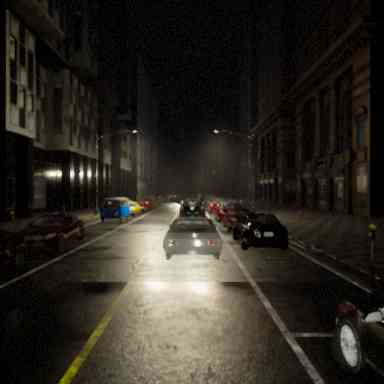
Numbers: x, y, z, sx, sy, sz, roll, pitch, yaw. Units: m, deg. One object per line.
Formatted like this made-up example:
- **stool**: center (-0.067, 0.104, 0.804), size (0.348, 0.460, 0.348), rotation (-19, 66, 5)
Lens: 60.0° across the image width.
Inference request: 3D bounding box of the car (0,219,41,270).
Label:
- **car**: center (-5.766, 1.576, 8.412), size (1.802, 1.307, 4.206), rotation (0, 0, 0)

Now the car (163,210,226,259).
- **car**: center (0.036, 1.591, 12.519), size (1.895, 1.301, 4.718), rotation (0, 0, 0)

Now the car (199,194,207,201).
- **car**: center (2.742, 1.406, 86.854), size (1.967, 1.590, 4.097), rotation (0, 0, 0)

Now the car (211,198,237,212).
- **car**: center (2.755, 1.422, 25.235), size (1.967, 1.590, 4.097), rotation (0, 0, 0)

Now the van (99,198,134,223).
- **van**: center (-5.770, 1.324, 25.218), size (1.690, 1.788, 3.998), rotation (0, 0, 0)

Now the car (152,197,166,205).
- **car**: center (-5.777, 1.517, 58.831), size (2.008, 1.369, 4.403), rotation (0, 0, 0)

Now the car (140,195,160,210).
- **car**: center (-5.774, 1.288, 42.024), size (2.192, 1.841, 5.009), rotation (0, 0, 0)

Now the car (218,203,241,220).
- **car**: center (2.757, 1.568, 19.634), size (1.802, 1.307, 4.206), rotation (0, 0, 0)

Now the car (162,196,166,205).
- **car**: center (-5.776, 1.408, 53.228), size (1.967, 1.590, 4.097), rotation (0, 0, 0)

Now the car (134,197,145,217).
- **car**: center (-5.771, 1.505, 30.650), size (1.752, 1.417, 4.829), rotation (0, 0, 0)

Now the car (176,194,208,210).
- **car**: center (0.038, 1.332, 28.035), size (2.097, 1.767, 4.553), rotation (0, 0, 0)

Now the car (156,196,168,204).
- **car**: center (-5.778, 1.531, 64.433), size (1.947, 1.339, 4.313), rotation (0, 0, 0)

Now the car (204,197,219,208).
- **car**: center (2.751, 1.495, 47.813), size (1.752, 1.417, 4.829), rotation (0, 0, 0)

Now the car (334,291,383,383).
- **car**: center (2.760, 1.548, 2.829), size (2.008, 1.369, 4.403), rotation (0, 0, 0)

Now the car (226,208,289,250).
- **car**: center (2.758, 1.555, 14.032), size (1.947, 1.339, 4.313), rotation (0, 0, 0)

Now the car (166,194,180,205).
- **car**: center (-3.067, 1.530, 58.446), size (1.994, 1.385, 4.181), rotation (0, 0, 1)

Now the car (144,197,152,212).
- **car**: center (-5.772, 1.558, 36.422), size (1.802, 1.307, 4.206), rotation (0, 0, 0)

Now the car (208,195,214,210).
- **car**: center (2.753, 1.416, 36.438), size (1.967, 1.590, 4.097), rotation (0, 0, 0)

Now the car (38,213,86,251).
- **car**: center (-5.767, 1.572, 14.013), size (1.802, 1.307, 4.206), rotation (0, 0, 0)

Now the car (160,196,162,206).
- **car**: center (-5.774, 1.552, 47.627), size (1.802, 1.307, 4.206), rotation (0, 0, 0)

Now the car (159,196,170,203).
- **car**: center (-5.779, 1.531, 70.034), size (1.947, 1.339, 4.313), rotation (0, 0, 0)

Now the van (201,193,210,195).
- **van**: center (2.749, 1.309, 53.244), size (1.690, 1.788, 3.998), rotation (0, 0, 0)
